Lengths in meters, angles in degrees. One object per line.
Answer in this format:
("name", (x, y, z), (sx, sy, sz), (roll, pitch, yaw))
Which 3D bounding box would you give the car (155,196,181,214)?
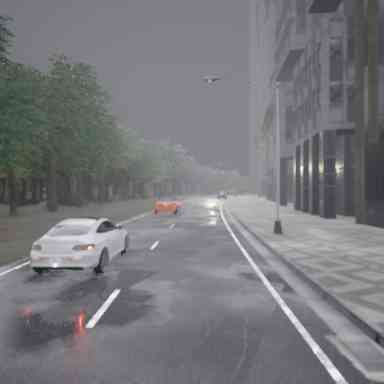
("car", (-2.245, 1.168, 32.334), (2.097, 1.767, 4.553), (0, 0, 4))

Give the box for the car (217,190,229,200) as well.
("car", (6.212, 0.803, 68.937), (1.812, 1.442, 4.674), (0, 1, 8))

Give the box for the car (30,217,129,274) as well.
("car", (-3.245, 1.491, 10.321), (1.812, 1.442, 4.674), (0, 0, 1))
